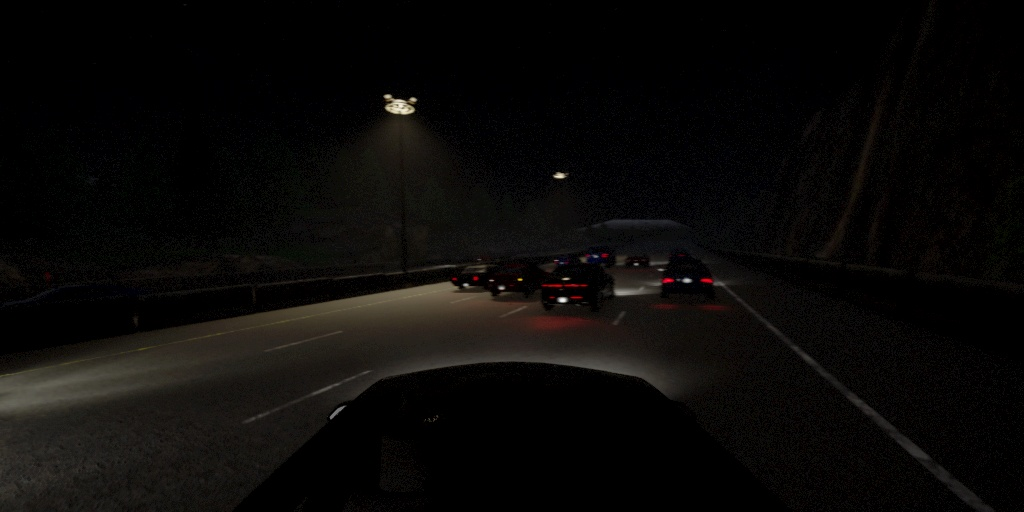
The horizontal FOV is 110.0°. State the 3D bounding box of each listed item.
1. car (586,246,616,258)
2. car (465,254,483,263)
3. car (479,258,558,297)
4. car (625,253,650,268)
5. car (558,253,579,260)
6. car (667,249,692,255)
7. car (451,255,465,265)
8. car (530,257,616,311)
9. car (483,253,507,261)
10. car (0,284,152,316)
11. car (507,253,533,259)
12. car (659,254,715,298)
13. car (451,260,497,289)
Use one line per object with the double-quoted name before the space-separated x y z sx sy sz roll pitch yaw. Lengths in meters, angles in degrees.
"car" 8.835 0.053 35.392 2.150 2.045 5.566 -2 1 25
"car" -4.817 0.453 56.286 1.882 1.535 5.008 -2 1 25
"car" 0.510 1.060 17.135 1.812 1.442 4.674 -2 1 24
"car" 11.761 0.343 33.349 1.895 1.301 4.718 -2 1 25
"car" 5.813 0.457 37.174 1.812 1.442 4.674 -2 1 25
"car" 15.446 0.058 33.010 1.882 1.535 5.008 -2 1 25
"car" -7.934 0.609 57.874 1.812 1.442 4.674 -2 2 25
"car" 2.536 1.010 13.116 1.837 1.490 4.892 -2 1 25
"car" -1.871 0.361 54.330 1.882 1.535 5.008 -2 1 25
"car" -16.713 1.829 13.540 1.812 1.442 4.674 -2 1 25
"car" 1.712 0.330 53.723 2.033 1.411 5.357 -2 2 25
"car" 7.133 0.834 14.762 2.033 1.411 5.357 -2 1 25
"car" -1.531 1.162 21.053 1.895 1.301 4.718 -2 1 25
